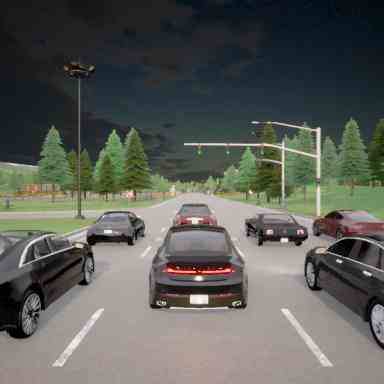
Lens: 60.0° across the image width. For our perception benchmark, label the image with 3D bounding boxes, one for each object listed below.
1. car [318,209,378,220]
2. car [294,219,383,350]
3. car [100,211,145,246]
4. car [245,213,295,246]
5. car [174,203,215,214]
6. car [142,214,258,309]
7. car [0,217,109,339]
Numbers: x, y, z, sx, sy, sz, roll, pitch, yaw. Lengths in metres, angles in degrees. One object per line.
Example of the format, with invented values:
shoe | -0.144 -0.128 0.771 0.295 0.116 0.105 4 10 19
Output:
car | 7.132 1.526 15.329 1.812 1.442 4.674 0 0 0
car | 3.614 1.505 6.150 1.837 1.490 4.892 0 0 0
car | -3.367 1.564 15.366 1.994 1.385 4.181 0 0 0
car | 3.632 1.601 15.253 1.895 1.301 4.718 0 0 0
car | 0.135 1.352 16.991 2.097 1.767 4.553 0 0 0
car | 0.118 1.505 7.851 1.837 1.490 4.892 0 0 0
car | -3.385 1.492 6.558 2.128 1.511 4.902 0 0 0
